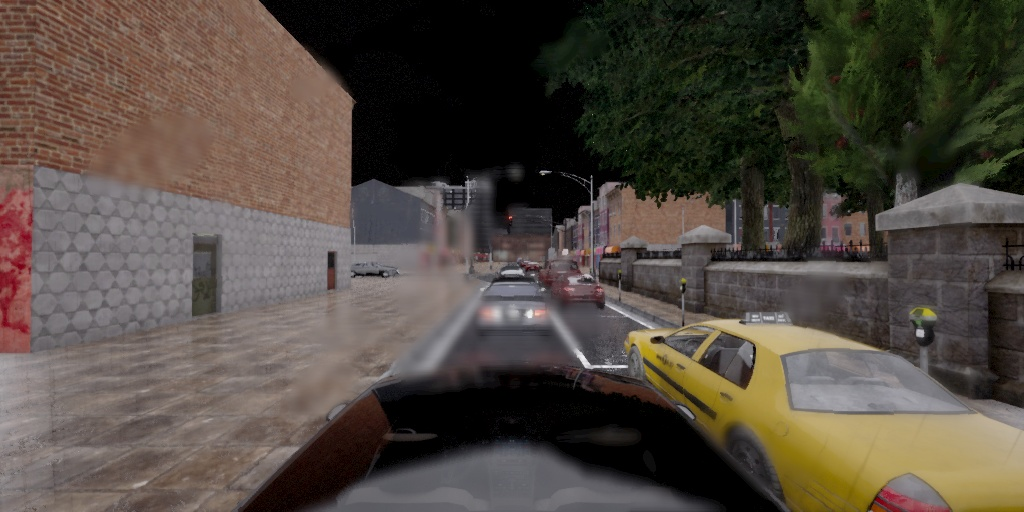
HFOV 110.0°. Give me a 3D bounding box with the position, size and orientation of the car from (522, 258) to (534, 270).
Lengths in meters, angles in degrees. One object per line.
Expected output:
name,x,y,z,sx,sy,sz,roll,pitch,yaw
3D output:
car,2.614,1.356,46.612,1.888,1.381,4.507,0,0,0

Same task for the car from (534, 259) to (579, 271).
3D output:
car,2.630,1.076,20.183,2.192,1.841,5.009,0,0,0

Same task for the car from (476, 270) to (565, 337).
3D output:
car,0.063,1.300,10.252,2.033,1.411,5.357,0,0,0

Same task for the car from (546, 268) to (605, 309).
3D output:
car,2.633,1.338,14.734,1.802,1.307,4.207,0,0,0

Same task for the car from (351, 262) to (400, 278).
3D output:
car,-12.411,1.234,31.744,4.902,1.511,2.128,0,-1,0

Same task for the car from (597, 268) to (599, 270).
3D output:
car,10.723,1.313,34.912,4.902,1.511,2.128,0,-1,3

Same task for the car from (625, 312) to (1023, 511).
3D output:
car,2.639,1.276,4.005,1.751,1.417,4.829,0,0,0

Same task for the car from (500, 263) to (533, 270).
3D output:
car,0.015,1.287,19.963,1.812,1.442,4.674,0,0,1

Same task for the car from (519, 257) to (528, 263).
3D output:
car,2.604,1.403,62.923,1.888,1.381,4.507,0,0,0
